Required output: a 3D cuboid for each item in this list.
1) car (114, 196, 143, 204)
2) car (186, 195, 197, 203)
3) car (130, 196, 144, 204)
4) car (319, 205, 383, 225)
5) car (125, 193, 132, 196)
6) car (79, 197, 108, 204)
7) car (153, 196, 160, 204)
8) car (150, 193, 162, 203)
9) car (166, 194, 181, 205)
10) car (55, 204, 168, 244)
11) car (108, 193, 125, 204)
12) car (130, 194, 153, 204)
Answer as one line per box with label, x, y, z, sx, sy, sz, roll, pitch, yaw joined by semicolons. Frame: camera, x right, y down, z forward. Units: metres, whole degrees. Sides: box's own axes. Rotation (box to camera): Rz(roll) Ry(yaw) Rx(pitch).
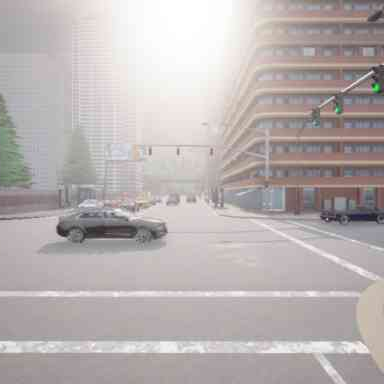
car;-7.145;1.525;37.770;1.812;1.442;4.674;0;0;0
car;-0.112;1.349;69.683;2.097;1.767;4.553;0;0;0
car;-10.645;1.504;64.193;1.837;1.490;4.892;0;0;0
car;11.385;1.545;23.200;4.718;1.301;1.895;0;0;-13
car;-10.679;1.219;53.606;2.150;2.045;5.566;0;0;0
car;-10.655;1.525;34.933;1.812;1.442;4.674;0;0;2
car;-7.175;1.490;56.588;2.128;1.511;4.902;0;0;0
car;-7.132;1.524;66.812;1.812;1.442;4.674;0;0;0
car;-3.493;1.546;58.193;2.033;1.411;5.357;0;0;0
car;-3.551;1.480;15.014;4.902;1.511;2.128;0;0;-1
car;-10.669;1.351;43.879;2.097;1.767;4.553;0;0;0
car;-7.173;1.476;47.109;1.882;1.535;5.008;0;0;0
